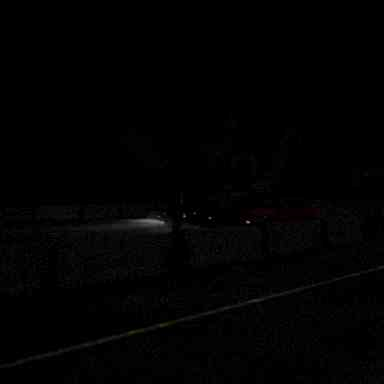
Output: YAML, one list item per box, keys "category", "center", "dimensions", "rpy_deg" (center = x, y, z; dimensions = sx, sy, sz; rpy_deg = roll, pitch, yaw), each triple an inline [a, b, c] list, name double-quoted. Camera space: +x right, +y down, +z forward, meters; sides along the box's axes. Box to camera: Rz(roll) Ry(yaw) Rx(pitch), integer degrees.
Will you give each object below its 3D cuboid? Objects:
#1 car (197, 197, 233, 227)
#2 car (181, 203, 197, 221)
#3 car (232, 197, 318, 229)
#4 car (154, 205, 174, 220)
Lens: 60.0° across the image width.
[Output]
- category: "car"
  center: [3.435, 1.358, 23.467]
  dimensions: [5.566, 2.045, 2.150]
  rpy_deg: [0, 0, -35]
- category: "car"
  center: [1.429, 1.552, 26.335]
  dimensions: [4.902, 1.511, 2.128]
  rpy_deg: [0, 0, -35]
- category: "car"
  center: [5.460, 1.373, 20.612]
  dimensions: [5.566, 2.045, 2.150]
  rpy_deg: [0, 0, -35]
- category: "car"
  center: [-0.595, 1.648, 29.191]
  dimensions: [5.357, 1.411, 2.033]
  rpy_deg: [0, 0, -35]
